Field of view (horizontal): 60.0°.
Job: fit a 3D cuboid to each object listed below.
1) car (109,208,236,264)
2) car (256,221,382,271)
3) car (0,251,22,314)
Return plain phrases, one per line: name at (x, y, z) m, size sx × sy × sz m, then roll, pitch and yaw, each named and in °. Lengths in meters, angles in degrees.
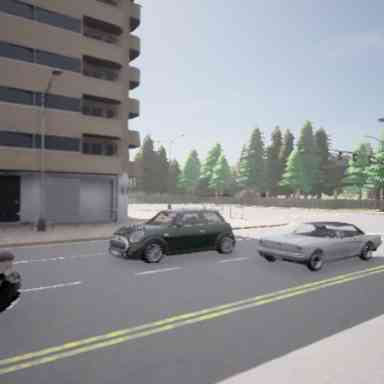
car at (-0.626, 1.403, 12.066) m, size 4.553 × 1.767 × 2.097 m, roll 1°, pitch 0°, yaw -35°
car at (4.389, 1.684, 11.293) m, size 4.718 × 1.301 × 1.895 m, roll 1°, pitch 0°, yaw -35°
car at (-5.120, 1.477, 4.632) m, size 4.902 × 1.511 × 2.128 m, roll 1°, pitch 0°, yaw -35°
